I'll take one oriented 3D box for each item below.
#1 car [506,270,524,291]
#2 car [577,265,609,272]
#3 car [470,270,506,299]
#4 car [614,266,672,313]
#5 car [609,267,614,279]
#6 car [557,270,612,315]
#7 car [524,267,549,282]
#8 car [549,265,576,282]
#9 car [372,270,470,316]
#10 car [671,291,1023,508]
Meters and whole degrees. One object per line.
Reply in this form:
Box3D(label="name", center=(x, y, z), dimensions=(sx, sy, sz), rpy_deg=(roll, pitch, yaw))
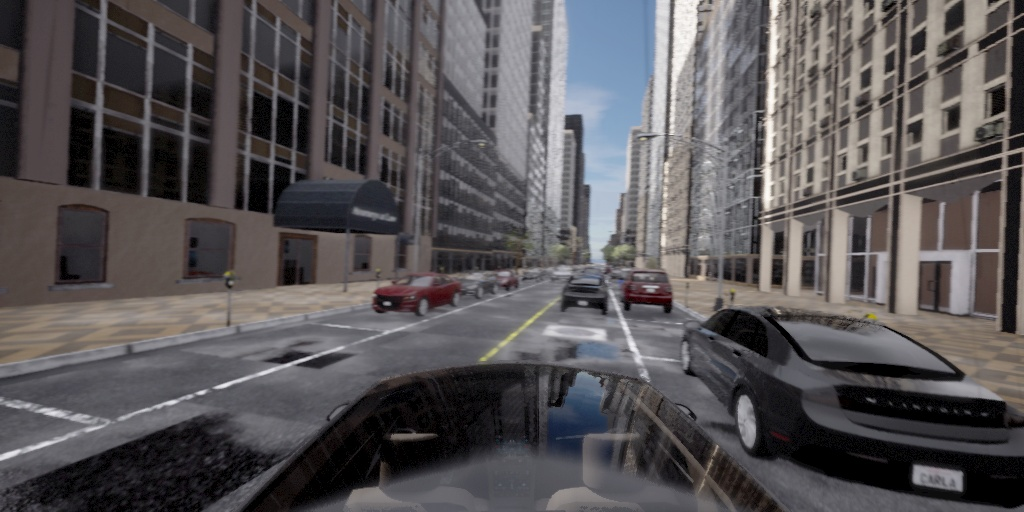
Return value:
Box3D(label="car", center=(-0.648, 1.574, 24.317), dimensions=(1.802, 1.307, 4.207), rpy_deg=(0, 0, 14))
Box3D(label="car", center=(7.147, 1.783, 31.679), dimensions=(2.097, 1.767, 4.553), rpy_deg=(2, -1, 14))
Box3D(label="car", center=(-1.998, 1.416, 18.798), dimensions=(2.007, 1.370, 4.403), rpy_deg=(0, 0, 14))
Box3D(label="car", center=(6.135, 1.523, 16.802), dimensions=(2.192, 1.841, 5.009), rpy_deg=(0, 0, 14))
Box3D(label="car", center=(12.883, 2.393, 44.400), dimensions=(2.007, 1.370, 4.403), rpy_deg=(0, 0, 14))
Box3D(label="car", center=(3.243, 1.569, 15.736), dimensions=(1.837, 1.490, 4.892), rpy_deg=(2, -1, 14))
Box3D(label="car", center=(2.051, 1.797, 35.357), dimensions=(2.007, 1.370, 4.403), rpy_deg=(0, 0, 14))
Box3D(label="car", center=(5.296, 1.942, 37.443), dimensions=(1.812, 1.442, 4.674), rpy_deg=(2, -1, 14))
Box3D(label="car", center=(-3.346, 1.283, 13.278), dimensions=(1.888, 1.381, 4.507), rpy_deg=(0, 0, 14))
Box3D(label="car", center=(3.756, 1.462, 5.028), dimensions=(1.837, 1.490, 4.892), rpy_deg=(2, -1, 14))
